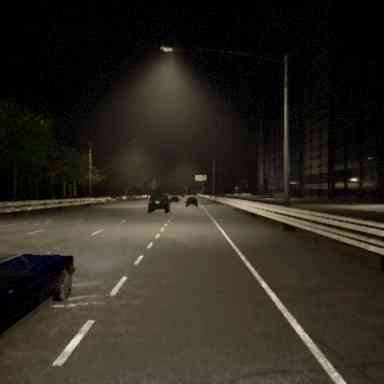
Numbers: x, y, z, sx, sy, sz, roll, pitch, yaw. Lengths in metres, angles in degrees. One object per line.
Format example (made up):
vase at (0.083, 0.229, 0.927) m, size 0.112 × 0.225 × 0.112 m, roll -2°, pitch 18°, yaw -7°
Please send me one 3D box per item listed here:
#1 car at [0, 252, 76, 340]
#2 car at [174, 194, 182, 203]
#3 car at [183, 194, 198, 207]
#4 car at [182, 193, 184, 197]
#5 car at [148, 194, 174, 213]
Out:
car at (-3.500, 1.598, 5.313) m, size 1.895 × 1.301 × 4.718 m, roll 0°, pitch 0°, yaw 0°
car at (-3.766, 1.621, 72.997) m, size 1.812 × 1.442 × 4.674 m, roll 0°, pitch 0°, yaw 0°
car at (-0.043, 1.554, 53.761) m, size 1.837 × 1.490 × 4.892 m, roll 0°, pitch 0°, yaw 0°
car at (-3.913, 1.509, 90.838) m, size 2.097 × 1.767 × 4.553 m, roll 0°, pitch 0°, yaw -1°
car at (-3.568, 1.239, 36.979) m, size 2.150 × 2.045 × 5.566 m, roll 0°, pitch 0°, yaw 0°
